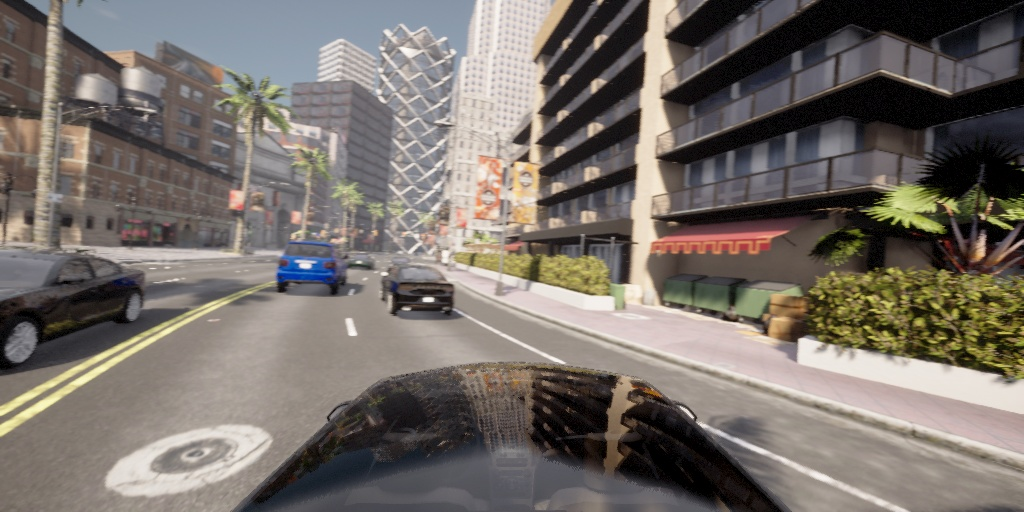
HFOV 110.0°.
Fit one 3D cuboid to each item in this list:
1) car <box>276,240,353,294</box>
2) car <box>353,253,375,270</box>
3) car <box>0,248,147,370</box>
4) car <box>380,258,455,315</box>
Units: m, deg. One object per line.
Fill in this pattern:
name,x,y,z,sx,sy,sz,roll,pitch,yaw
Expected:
car,-8.558,0.412,15.764,2.150,2.045,5.566,4,-1,-20
car,-13.826,0.470,33.115,1.994,1.385,4.181,4,0,-16
car,-8.167,0.638,5.898,1.882,1.535,5.008,4,0,-27
car,-3.421,1.036,12.515,1.882,1.535,5.008,4,0,-25
